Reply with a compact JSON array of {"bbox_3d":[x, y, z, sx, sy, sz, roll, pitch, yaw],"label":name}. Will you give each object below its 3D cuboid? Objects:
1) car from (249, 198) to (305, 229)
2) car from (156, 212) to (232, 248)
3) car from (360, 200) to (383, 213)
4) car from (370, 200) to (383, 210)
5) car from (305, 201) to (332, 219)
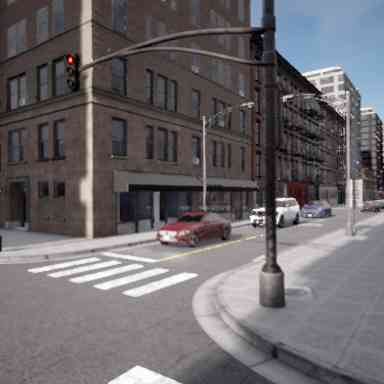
[{"bbox_3d":[6.249,1.477,24.587,2.150,2.045,5.566,-1,-1,35],"label":"car"},{"bbox_3d":[0.262,1.719,16.140,1.812,1.442,4.674,-1,-1,36],"label":"car"},{"bbox_3d":[23.118,1.852,43.182,2.128,1.511,4.902,-1,-1,36],"label":"car"},{"bbox_3d":[28.871,1.975,51.259,1.994,1.385,4.181,-1,-1,35],"label":"car"},{"bbox_3d":[12.454,1.667,33.281,2.097,1.767,4.553,-1,-1,36],"label":"car"}]
